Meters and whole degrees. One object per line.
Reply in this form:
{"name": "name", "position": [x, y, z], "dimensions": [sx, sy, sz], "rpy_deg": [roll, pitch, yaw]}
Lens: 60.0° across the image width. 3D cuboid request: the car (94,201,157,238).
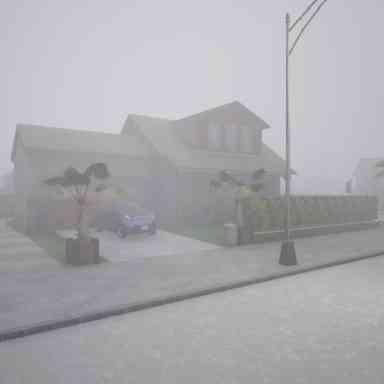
{"name": "car", "position": [-3.079, 1.174, 15.254], "dimensions": [1.845, 1.501, 3.633], "rpy_deg": [0, 0, -38]}
